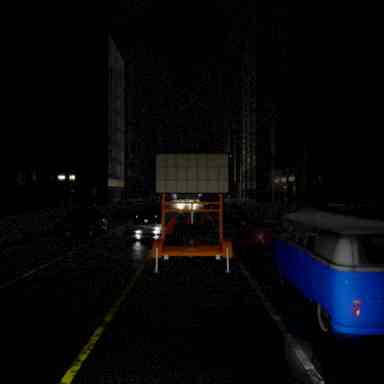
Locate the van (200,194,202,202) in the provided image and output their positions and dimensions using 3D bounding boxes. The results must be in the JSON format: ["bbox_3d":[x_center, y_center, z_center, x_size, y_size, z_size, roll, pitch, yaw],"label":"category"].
[{"bbox_3d":[2.799,1.372,62.451,1.690,1.788,3.998,0,0,0],"label":"van"}]

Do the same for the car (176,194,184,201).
[{"bbox_3d":[-2.949,1.562,88.248,1.837,1.490,4.892,0,-1,0],"label":"car"}]

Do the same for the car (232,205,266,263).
[{"bbox_3d":[2.771,1.441,11.969,1.967,1.590,4.097,0,0,0],"label":"car"}]

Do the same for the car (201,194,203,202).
[{"bbox_3d":[2.790,1.333,45.624,2.192,1.841,5.009,0,0,0],"label":"car"}]

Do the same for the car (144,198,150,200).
[{"bbox_3d":[-5.742,1.592,34.398,1.802,1.307,4.206,0,0,0],"label":"car"}]

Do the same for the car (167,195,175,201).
[{"bbox_3d":[-5.710,1.608,90.492,2.008,1.369,4.403,0,0,0],"label":"car"}]

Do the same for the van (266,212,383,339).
[{"bbox_3d":[2.768,1.341,6.360,1.690,1.788,3.998,0,0,0],"label":"van"}]

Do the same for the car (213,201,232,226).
[{"bbox_3d":[2.777,1.570,23.187,1.947,1.339,4.313,0,0,0],"label":"car"}]

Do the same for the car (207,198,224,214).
[{"bbox_3d":[2.783,1.592,34.406,1.802,1.307,4.206,0,0,0],"label":"car"}]

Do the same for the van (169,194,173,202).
[{"bbox_3d":[-5.720,1.382,73.664,1.690,1.788,3.998,0,0,0],"label":"van"}]

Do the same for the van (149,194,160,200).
[{"bbox_3d":[-5.735,1.359,45.617,1.690,1.788,3.998,0,0,0],"label":"van"}]

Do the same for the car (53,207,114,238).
[{"bbox_3d":[-5.751,1.568,17.569,1.947,1.339,4.313,0,0,0],"label":"car"}]

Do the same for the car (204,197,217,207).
[{"bbox_3d":[2.793,1.548,51.403,1.752,1.417,4.829,0,0,0],"label":"car"}]

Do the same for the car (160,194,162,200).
[{"bbox_3d":[-5.732,1.463,51.226,1.967,1.590,4.097,0,0,0],"label":"car"}]

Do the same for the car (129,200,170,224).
[{"bbox_3d":[-3.086,1.552,25.078,2.033,1.411,5.357,0,0,0],"label":"car"}]

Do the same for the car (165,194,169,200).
[{"bbox_3d":[-5.729,1.342,56.836,2.192,1.841,5.009,0,0,0],"label":"car"}]

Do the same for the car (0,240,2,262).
[{"bbox_3d":[-5.757,1.315,6.350,2.192,1.841,5.009,0,0,0],"label":"car"}]

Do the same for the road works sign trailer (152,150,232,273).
[{"bbox_3d":[0.007,0.465,10.696,2.380,3.560,2.880,0,0,0],"label":"road works sign trailer"}]

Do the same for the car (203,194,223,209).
[{"bbox_3d":[2.787,1.329,40.015,2.192,1.841,5.009,0,0,0],"label":"car"}]

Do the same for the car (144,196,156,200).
[{"bbox_3d":[-5.739,1.539,39.837,1.752,1.417,4.829,0,0,0],"label":"car"}]

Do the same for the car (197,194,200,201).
[{"bbox_3d":[2.805,1.356,73.670,2.192,1.841,5.009,0,0,0],"label":"car"}]

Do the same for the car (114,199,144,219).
[{"bbox_3d":[-5.745,1.558,28.788,2.008,1.369,4.403,0,0,0],"label":"car"}]

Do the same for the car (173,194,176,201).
[{"bbox_3d":[-5.716,1.361,79.274,2.192,1.841,5.009,0,0,0],"label":"car"}]
